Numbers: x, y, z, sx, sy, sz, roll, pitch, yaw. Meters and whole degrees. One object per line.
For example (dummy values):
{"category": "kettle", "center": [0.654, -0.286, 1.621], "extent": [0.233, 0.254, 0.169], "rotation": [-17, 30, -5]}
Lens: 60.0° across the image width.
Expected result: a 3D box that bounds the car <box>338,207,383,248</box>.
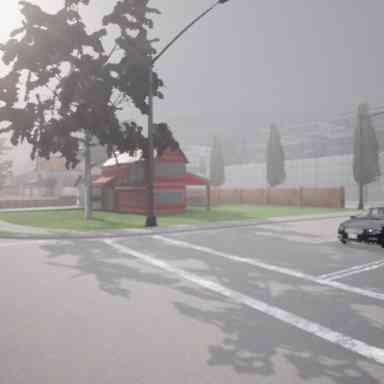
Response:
{"category": "car", "center": [8.082, 1.385, 13.976], "extent": [4.902, 1.511, 2.128], "rotation": [-1, 0, -35]}
